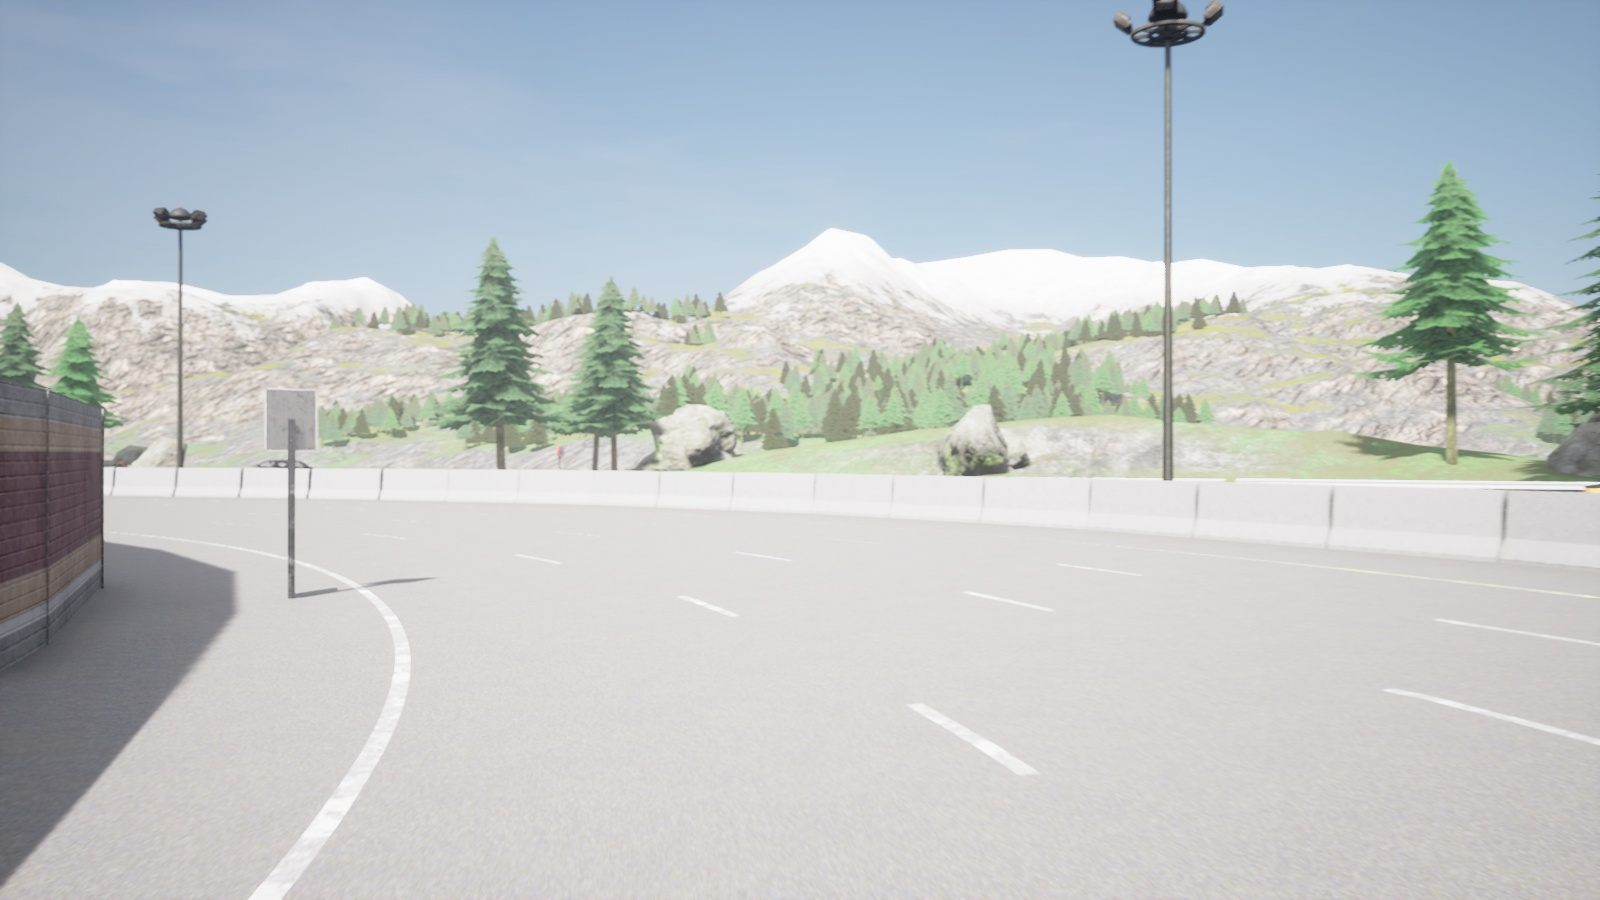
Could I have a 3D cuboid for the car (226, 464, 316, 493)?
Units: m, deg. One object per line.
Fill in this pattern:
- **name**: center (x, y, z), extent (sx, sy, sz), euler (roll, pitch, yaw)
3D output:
- **car**: center (-27.930, 1.513, 66.309), extent (4.193, 1.474, 1.816), euler (-1, 0, 19)
